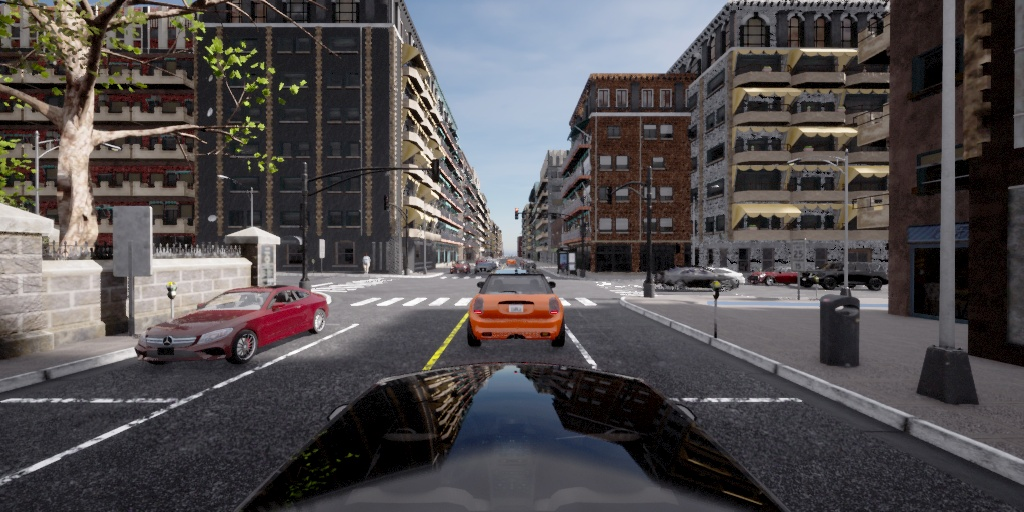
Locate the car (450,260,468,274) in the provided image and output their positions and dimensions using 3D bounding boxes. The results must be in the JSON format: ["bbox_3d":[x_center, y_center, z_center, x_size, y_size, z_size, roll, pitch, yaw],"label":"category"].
[{"bbox_3d":[-5.756,1.187,40.406,1.967,1.591,4.097,0,0,0],"label":"car"}]

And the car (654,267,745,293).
[{"bbox_3d":[11.723,1.486,22.992,4.902,1.511,2.128,1,0,-1],"label":"car"}]

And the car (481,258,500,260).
[{"bbox_3d":[-3.171,1.312,49.978,1.994,1.385,4.181,0,0,0],"label":"car"}]

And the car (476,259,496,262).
[{"bbox_3d":[-3.160,1.312,41.004,1.994,1.385,4.181,0,0,0],"label":"car"}]

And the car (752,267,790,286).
[{"bbox_3d":[21.334,1.570,28.889,4.097,1.591,1.967,0,0,-1],"label":"car"}]

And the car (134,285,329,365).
[{"bbox_3d":[-5.700,1.331,7.995,1.802,1.307,4.207,0,0,0],"label":"car"}]

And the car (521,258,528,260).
[{"bbox_3d":[2.605,1.298,51.692,2.007,1.370,4.403,0,0,0],"label":"car"}]

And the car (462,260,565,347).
[{"bbox_3d":[0.113,1.101,9.507,2.097,1.767,4.553,0,0,1],"label":"car"}]

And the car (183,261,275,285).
[{"bbox_3d":[-17.685,1.035,22.586,4.181,1.385,1.994,1,0,-1],"label":"car"}]

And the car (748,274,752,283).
[{"bbox_3d":[14.474,1.549,26.234,4.674,1.442,1.812,1,0,-2],"label":"car"}]

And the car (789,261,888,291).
[{"bbox_3d":[24.216,1.417,26.364,5.566,2.045,2.150,1,0,-1],"label":"car"}]

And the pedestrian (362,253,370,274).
[{"bbox_3d":[-12.764,0.651,31.386,0.375,1.860,0.375,0,-1,-1],"label":"pedestrian"}]
